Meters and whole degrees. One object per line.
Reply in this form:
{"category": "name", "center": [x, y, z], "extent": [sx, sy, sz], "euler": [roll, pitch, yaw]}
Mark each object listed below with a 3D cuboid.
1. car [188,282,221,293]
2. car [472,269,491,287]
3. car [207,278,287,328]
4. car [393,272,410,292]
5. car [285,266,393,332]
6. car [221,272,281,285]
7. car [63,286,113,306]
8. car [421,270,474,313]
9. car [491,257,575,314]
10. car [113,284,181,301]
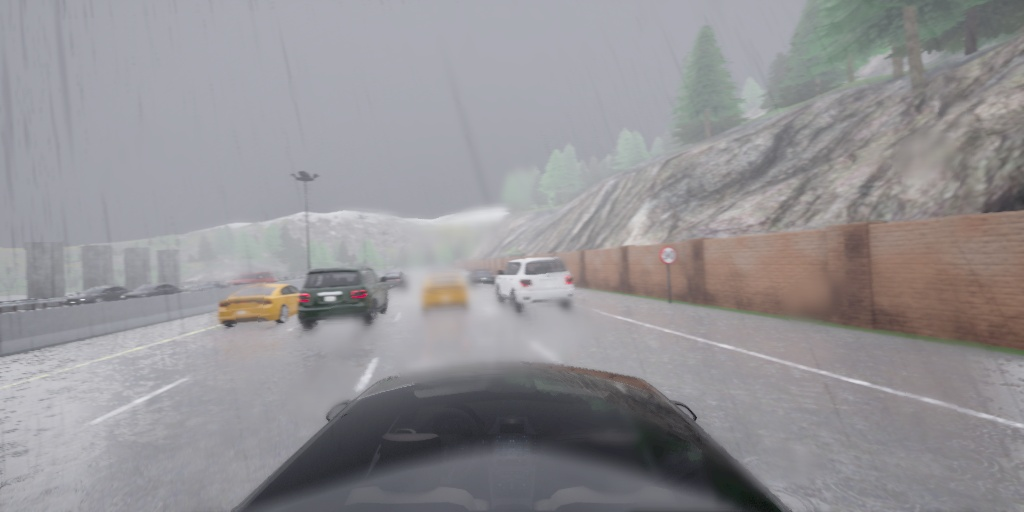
{"category": "car", "center": [-28.481, 3.182, 33.957], "extent": [1.994, 1.385, 4.181], "euler": [-3, -1, -11]}
{"category": "car", "center": [-2.636, 1.827, 30.841], "extent": [1.994, 1.385, 4.181], "euler": [-3, -1, -12]}
{"category": "car", "center": [-9.912, 1.903, 14.887], "extent": [1.882, 1.535, 5.008], "euler": [-3, 0, -12]}
{"category": "car", "center": [-9.410, 2.076, 29.054], "extent": [2.128, 1.511, 4.902], "euler": [-3, -1, -12]}
{"category": "car", "center": [-6.038, 1.432, 13.410], "extent": [2.150, 2.045, 5.566], "euler": [-3, 0, -12]}
{"category": "car", "center": [-25.065, 2.673, 34.737], "extent": [2.150, 2.045, 5.566], "euler": [-3, 0, -11]}
{"category": "car", "center": [-34.850, 3.398, 30.389], "extent": [1.837, 1.490, 4.892], "euler": [-3, 0, -12]}
{"category": "car", "center": [-3.103, 1.577, 16.485], "extent": [1.882, 1.535, 5.008], "euler": [-3, 0, -12]}
{"category": "car", "center": [0.768, 1.106, 15.015], "extent": [2.150, 2.045, 5.566], "euler": [-3, 0, -12]}
{"category": "car", "center": [-31.501, 3.241, 31.441], "extent": [1.837, 1.490, 4.892], "euler": [-3, 0, -12]}
